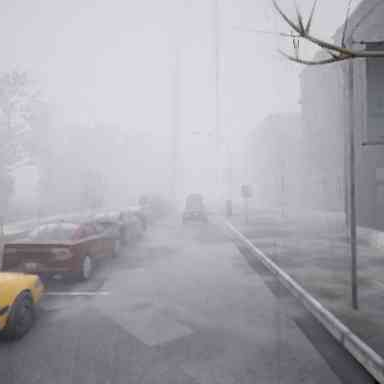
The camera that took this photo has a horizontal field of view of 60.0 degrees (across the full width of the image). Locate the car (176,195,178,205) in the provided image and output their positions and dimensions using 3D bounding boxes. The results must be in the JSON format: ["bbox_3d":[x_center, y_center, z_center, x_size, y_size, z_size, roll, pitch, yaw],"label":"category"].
[{"bbox_3d":[-3.428,1.579,43.452,2.163,1.488,4.792,-1,0,3],"label":"car"}]

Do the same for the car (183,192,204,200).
[{"bbox_3d":[0.331,1.258,42.776,2.150,2.045,5.566,0,0,0],"label":"car"}]

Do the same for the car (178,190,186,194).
[{"bbox_3d":[-3.227,1.137,74.092,2.185,1.767,4.553,2,2,2],"label":"car"}]

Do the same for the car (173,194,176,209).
[{"bbox_3d":[-3.449,1.401,37.847,2.185,1.767,4.553,0,0,3],"label":"car"}]

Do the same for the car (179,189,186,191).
[{"bbox_3d":[-3.170,0.868,85.110,1.946,1.575,5.366,1,2,2],"label":"car"}]

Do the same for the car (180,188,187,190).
[{"bbox_3d":[-3.142,0.617,90.844,2.231,1.521,4.892,1,3,2],"label":"car"}]

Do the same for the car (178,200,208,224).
[{"bbox_3d":[0.235,1.584,25.292,2.033,1.411,5.357,0,0,0],"label":"car"}]

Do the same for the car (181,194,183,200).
[{"bbox_3d":[-3.323,1.528,60.836,2.002,1.452,4.674,0,0,3],"label":"car"}]

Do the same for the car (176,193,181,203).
[{"bbox_3d":[-3.349,1.505,54.699,1.946,1.575,5.366,0,1,3],"label":"car"}]

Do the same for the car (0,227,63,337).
[{"bbox_3d":[-3.626,1.505,3.762,1.946,1.575,5.366,0,0,3],"label":"car"}]

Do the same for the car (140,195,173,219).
[{"bbox_3d":[-3.488,1.267,30.194,2.435,2.045,5.566,0,0,3],"label":"car"}]

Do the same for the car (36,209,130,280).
[{"bbox_3d":[-3.599,1.533,10.143,2.097,1.535,5.008,0,0,3],"label":"car"}]

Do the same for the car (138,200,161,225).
[{"bbox_3d":[-3.538,1.531,21.241,2.097,1.535,5.008,0,0,3],"label":"car"}]

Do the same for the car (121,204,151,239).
[{"bbox_3d":[-3.568,1.543,15.699,2.231,1.521,4.892,0,-1,3],"label":"car"}]
